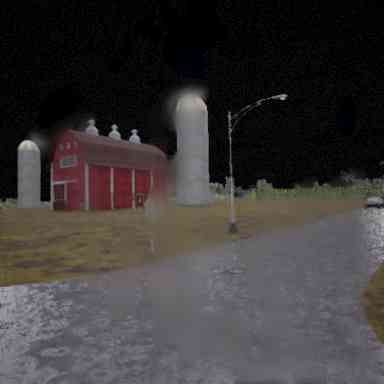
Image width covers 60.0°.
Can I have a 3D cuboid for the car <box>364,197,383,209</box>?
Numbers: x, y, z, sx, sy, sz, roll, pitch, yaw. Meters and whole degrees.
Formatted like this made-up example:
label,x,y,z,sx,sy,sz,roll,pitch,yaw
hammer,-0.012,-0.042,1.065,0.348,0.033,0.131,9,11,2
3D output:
label,x,y,z,sx,sy,sz,roll,pitch,yaw
car,23.567,1.405,43.059,1.882,1.535,5.008,-2,-1,36
